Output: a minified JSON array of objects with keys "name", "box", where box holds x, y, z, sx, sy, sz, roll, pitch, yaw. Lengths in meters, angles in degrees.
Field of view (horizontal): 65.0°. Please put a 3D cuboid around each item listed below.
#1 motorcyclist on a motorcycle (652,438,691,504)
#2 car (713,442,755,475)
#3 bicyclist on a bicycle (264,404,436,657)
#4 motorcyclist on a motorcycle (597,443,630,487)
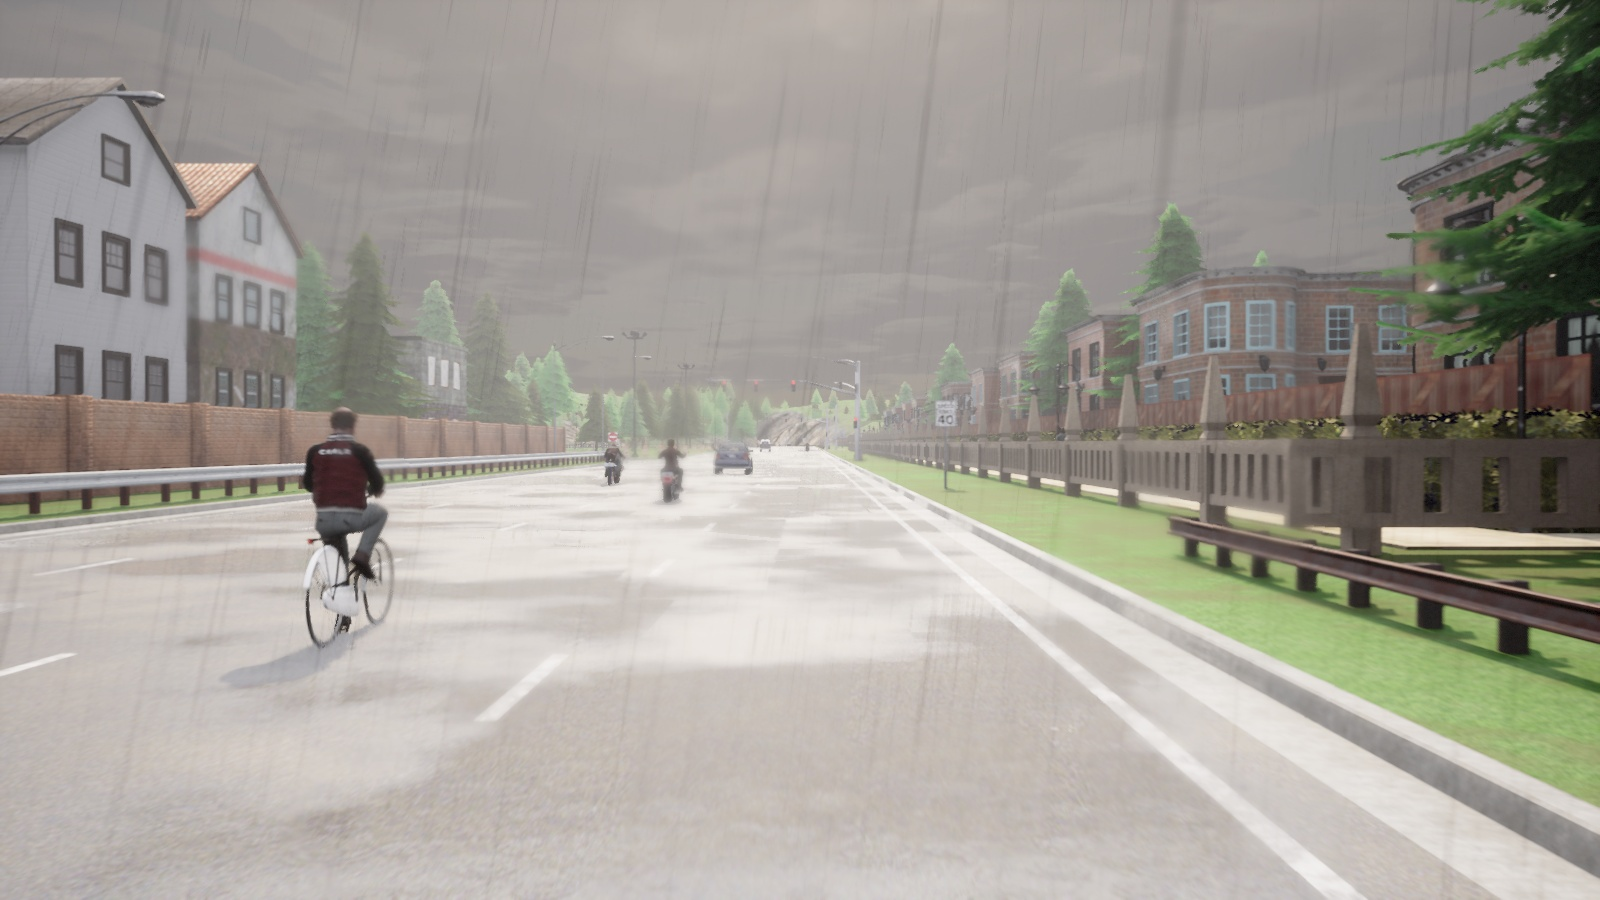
[{"name":"motorcyclist on a motorcycle","box":[-3.300,0.511,32.487,0.766,1.649,2.350,0,0,0]},{"name":"car","box":[-3.142,0.383,60.231,1.789,1.549,3.705,0,0,0]},{"name":"bicyclist on a bicycle","box":[-3.429,0.559,9.739,0.659,1.776,1.843,0,1,0]},{"name":"motorcyclist on a motorcycle","box":[-6.726,0.520,45.454,0.866,1.530,2.191,0,0,0]}]
